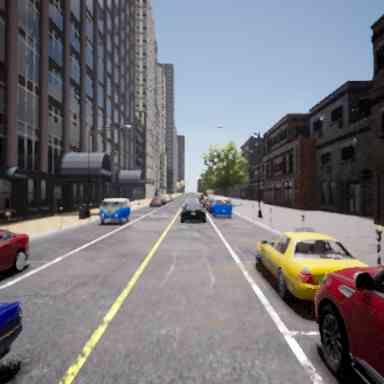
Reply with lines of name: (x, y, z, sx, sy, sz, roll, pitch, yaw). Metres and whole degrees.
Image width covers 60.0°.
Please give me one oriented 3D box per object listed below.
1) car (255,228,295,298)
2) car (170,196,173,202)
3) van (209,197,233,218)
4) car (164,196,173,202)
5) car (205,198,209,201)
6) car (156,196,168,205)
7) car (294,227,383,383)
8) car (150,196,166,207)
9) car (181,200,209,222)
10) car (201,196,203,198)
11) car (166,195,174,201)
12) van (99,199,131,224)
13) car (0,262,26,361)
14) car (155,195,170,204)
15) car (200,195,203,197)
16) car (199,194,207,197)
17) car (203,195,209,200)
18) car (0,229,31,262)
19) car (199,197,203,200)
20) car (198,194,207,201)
car: (2.704, 1.542, 8.299, 1.752, 1.417, 4.829, 1, 0, 0)
car: (-5.656, 1.603, 74.514, 1.752, 1.417, 4.829, 1, 0, 0)
van: (2.713, 1.389, 30.315, 1.690, 1.788, 3.998, 1, 0, 0)
car: (-5.655, 1.644, 80.232, 1.947, 1.339, 4.313, 1, 0, 0)
car: (2.712, 1.620, 35.861, 1.947, 1.339, 4.313, 1, 0, 0)
car: (-5.659, 1.600, 63.422, 1.752, 1.417, 4.829, 1, 0, 0)
car: (2.705, 1.320, 2.583, 2.192, 1.841, 5.009, 1, 0, 0)
car: (-5.664, 1.651, 52.501, 1.802, 1.307, 4.206, 1, 0, 0)
car: (0.109, 1.607, 26.862, 1.994, 1.385, 4.181, 0, 0, 0)
car: (2.717, 1.613, 52.501, 1.887, 1.381, 4.507, 1, 0, 0)
car: (-5.653, 1.604, 85.607, 1.752, 1.417, 4.829, 1, 0, 0)
van: (-5.669, 1.383, 24.771, 1.690, 1.788, 3.998, 1, 0, 0)
car: (-3.091, 1.606, 2.024, 1.895, 1.301, 4.718, 0, 0, 0)
car: (-5.658, 1.387, 58.047, 2.192, 1.841, 5.009, 1, 0, 0)
car: (2.719, 1.653, 58.046, 1.802, 1.307, 4.206, 1, 0, 0)
car: (2.721, 1.599, 63.762, 1.752, 1.417, 4.829, 1, 0, 0)
car: (2.715, 1.499, 41.407, 1.967, 1.590, 4.097, 1, 0, 0)
car: (-5.677, 1.562, 8.130, 1.887, 1.381, 4.507, 1, 0, 0)
car: (0.114, 1.663, 44.895, 1.895, 1.301, 4.718, 0, 0, 0)
car: (2.731, 1.393, 85.777, 2.192, 1.841, 5.009, 1, 0, 0)
